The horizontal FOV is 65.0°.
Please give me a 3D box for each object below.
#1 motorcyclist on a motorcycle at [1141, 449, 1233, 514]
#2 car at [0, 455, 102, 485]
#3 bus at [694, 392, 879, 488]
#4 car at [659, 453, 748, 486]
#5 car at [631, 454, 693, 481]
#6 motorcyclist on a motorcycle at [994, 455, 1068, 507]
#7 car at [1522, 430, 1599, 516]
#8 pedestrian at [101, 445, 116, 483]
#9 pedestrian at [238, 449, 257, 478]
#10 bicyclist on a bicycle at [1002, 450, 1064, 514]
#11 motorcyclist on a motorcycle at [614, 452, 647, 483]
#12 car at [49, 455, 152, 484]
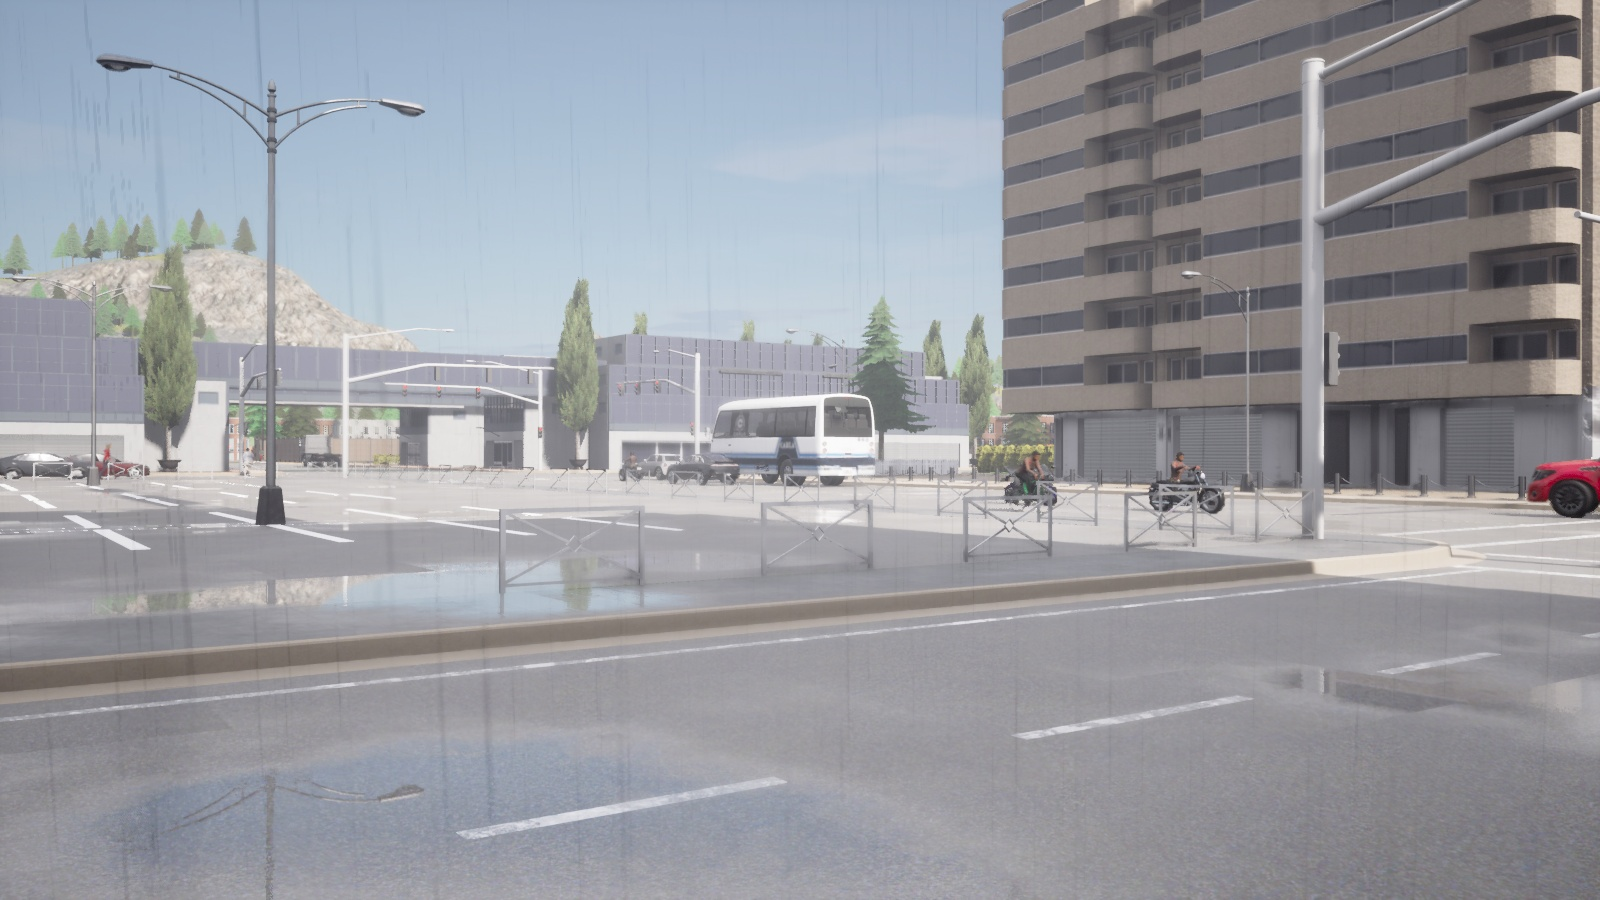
[{"bbox_3d":[10.169,0.810,33.058,0.766,1.649,2.350,0,0,-35],"label":"motorcyclist on a motorcycle"},{"bbox_3d":[-38.787,0.997,64.586,4.902,1.511,2.128,0,0,-33],"label":"car"},{"bbox_3d":[-0.890,-0.424,61.381,3.944,4.253,10.273,0,0,-35],"label":"bus"},{"bbox_3d":[-4.736,0.915,60.790,2.128,1.511,4.902,0,0,-34],"label":"car"},{"bbox_3d":[-7.896,0.957,71.525,1.970,1.475,3.806,0,0,-34],"label":"car"},{"bbox_3d":[6.925,0.913,37.755,0.866,1.530,2.191,0,0,-35],"label":"motorcyclist on a motorcycle"},{"bbox_3d":[20.745,0.544,30.248,5.566,2.045,2.150,0,0,37],"label":"car"},{"bbox_3d":[-34.090,0.683,61.891,0.636,1.846,0.331,0,0,-35],"label":"pedestrian"},{"bbox_3d":[-35.608,0.852,80.958,0.874,1.855,0.900,0,0,-41],"label":"pedestrian"},{"bbox_3d":[6.078,0.820,32.822,0.582,1.620,1.656,0,0,-35],"label":"bicyclist on a bicycle"},{"bbox_3d":[-9.068,0.934,67.065,0.766,1.649,2.350,0,0,-35],"label":"motorcyclist on a motorcycle"},{"bbox_3d":[-38.436,1.050,69.001,4.792,1.488,2.163,0,0,-33],"label":"car"}]
